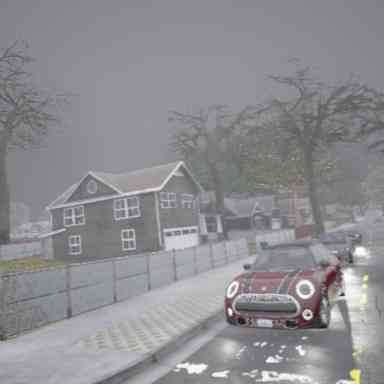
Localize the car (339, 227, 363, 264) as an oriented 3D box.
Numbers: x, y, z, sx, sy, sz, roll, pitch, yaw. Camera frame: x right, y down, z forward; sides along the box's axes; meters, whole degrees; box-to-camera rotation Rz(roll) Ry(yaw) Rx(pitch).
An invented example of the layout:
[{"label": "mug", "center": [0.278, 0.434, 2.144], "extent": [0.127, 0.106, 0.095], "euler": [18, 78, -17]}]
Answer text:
[{"label": "car", "center": [7.501, 2.854, 17.490], "extent": [2.128, 1.511, 4.902], "euler": [-9, -8, 28]}]

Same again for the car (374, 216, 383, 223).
[{"label": "car", "center": [45.314, 6.853, 80.819], "extent": [1.895, 1.301, 4.718], "euler": [-9, -7, 28]}]

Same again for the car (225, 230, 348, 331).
[{"label": "car", "center": [2.548, 2.145, 8.630], "extent": [2.097, 1.767, 4.553], "euler": [-10, -8, 30]}]

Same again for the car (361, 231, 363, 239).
[{"label": "car", "center": [12.888, 3.606, 27.305], "extent": [1.895, 1.301, 4.718], "euler": [-9, -8, 28]}]
